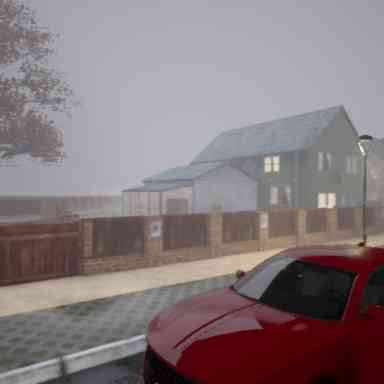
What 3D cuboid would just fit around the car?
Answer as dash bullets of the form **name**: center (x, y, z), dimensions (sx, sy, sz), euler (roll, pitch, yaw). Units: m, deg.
- **car**: center (1.782, 1.488, 4.332), dimensions (5.008, 1.535, 1.882), euler (0, 0, -35)
